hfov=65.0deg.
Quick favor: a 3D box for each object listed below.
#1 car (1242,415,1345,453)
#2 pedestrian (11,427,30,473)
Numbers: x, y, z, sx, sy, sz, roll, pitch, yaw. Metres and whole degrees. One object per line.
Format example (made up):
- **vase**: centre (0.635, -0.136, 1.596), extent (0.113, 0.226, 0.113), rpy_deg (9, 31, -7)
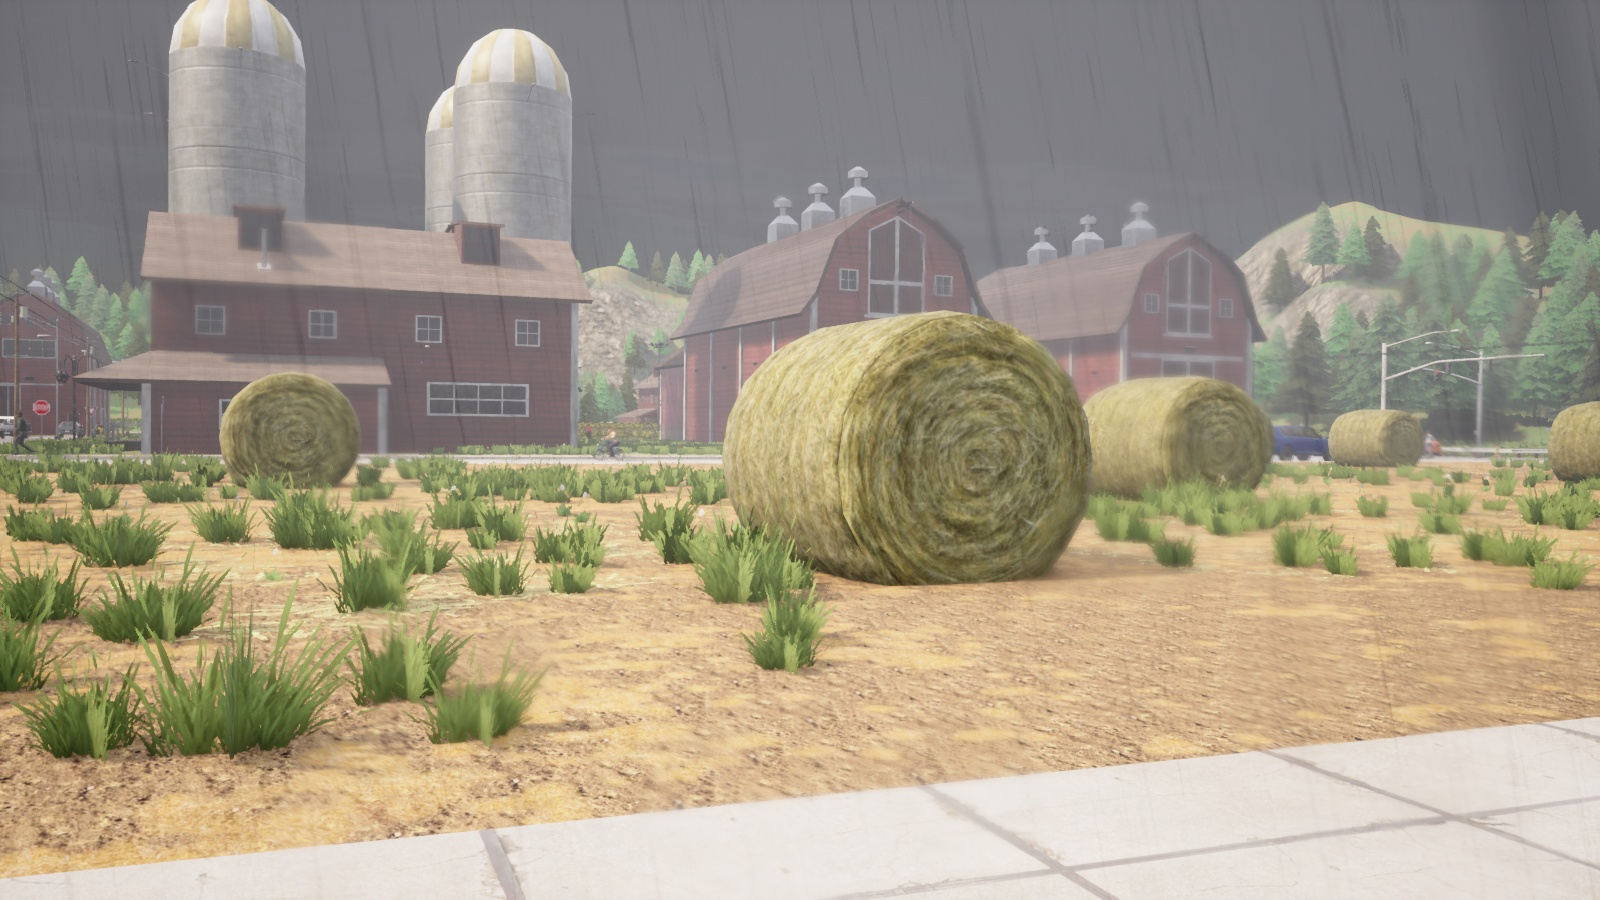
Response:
- **car**: centre (27.739, -0.922, 70.534), extent (5.566, 2.045, 2.150), rpy_deg (-1, 1, -25)
- **pedestrian**: centre (-31.637, -0.019, 50.965), extent (0.614, 1.847, 0.353), rpy_deg (-1, 1, -27)
